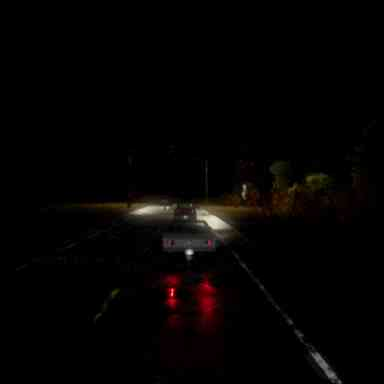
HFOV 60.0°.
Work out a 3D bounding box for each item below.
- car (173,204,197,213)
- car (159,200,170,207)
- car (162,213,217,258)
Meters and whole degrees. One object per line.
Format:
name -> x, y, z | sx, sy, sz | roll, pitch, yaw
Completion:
car -> -0.570, 1.780, 28.587 | 2.128, 1.511, 4.902 | 0, 0, -2
car -> -5.310, 2.165, 64.520 | 2.033, 1.411, 5.357 | 0, 0, -1
car -> -0.120, 1.740, 13.311 | 1.895, 1.301, 4.718 | 0, -1, -1
